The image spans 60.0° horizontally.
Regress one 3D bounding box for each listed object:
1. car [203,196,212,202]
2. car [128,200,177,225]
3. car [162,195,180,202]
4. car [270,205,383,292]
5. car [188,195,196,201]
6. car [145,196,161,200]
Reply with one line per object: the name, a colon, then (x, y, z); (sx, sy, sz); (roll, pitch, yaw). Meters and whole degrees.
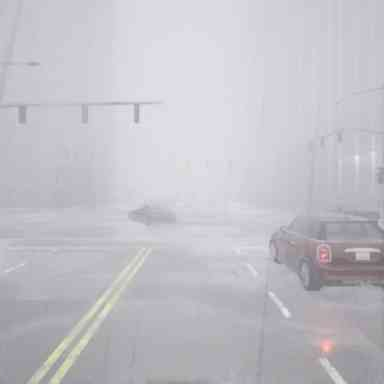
car: (3.493, 1.507, 75.511); (1.895, 1.301, 4.718); (0, 0, 0)
car: (-2.939, 1.543, 23.908); (2.033, 1.411, 5.357); (0, 0, -29)
car: (-3.555, 1.493, 56.662); (1.837, 1.490, 4.892); (0, 0, 0)
car: (3.579, 1.352, 9.086); (2.097, 1.767, 4.553); (0, 0, 0)
car: (-0.007, 1.393, 76.051); (1.895, 1.301, 4.718); (0, 0, 0)
car: (-7.051, 1.479, 56.748); (2.128, 1.511, 4.902); (0, 0, 0)
